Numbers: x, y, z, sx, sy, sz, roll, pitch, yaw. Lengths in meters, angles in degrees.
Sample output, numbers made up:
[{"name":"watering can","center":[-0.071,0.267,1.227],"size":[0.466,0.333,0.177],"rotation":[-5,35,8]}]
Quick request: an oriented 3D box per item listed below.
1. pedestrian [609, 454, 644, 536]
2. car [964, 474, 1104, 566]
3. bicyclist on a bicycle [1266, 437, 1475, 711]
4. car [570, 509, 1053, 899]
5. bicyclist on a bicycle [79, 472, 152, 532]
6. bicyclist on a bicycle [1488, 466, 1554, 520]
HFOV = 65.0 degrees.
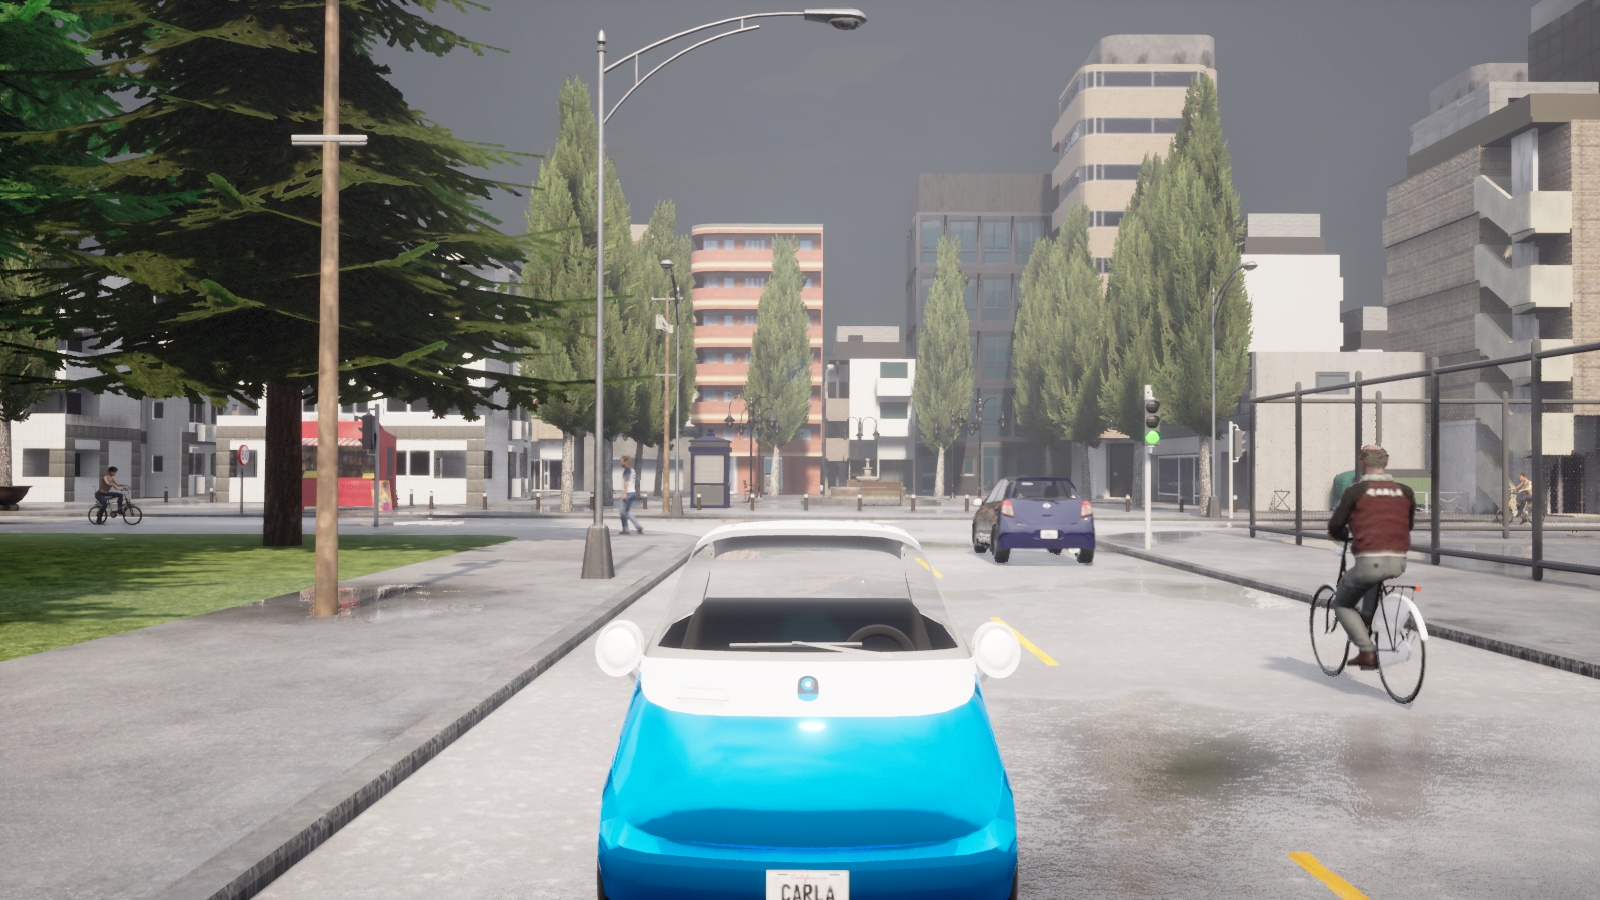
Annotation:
[{"name":"pedestrian","center":[-3.940,1.018,28.520],"size":[0.706,1.836,0.354],"rotation":[0,-1,6]},{"name":"car","center":[4.110,1.190,22.590],"size":[1.845,1.501,3.633],"rotation":[0,-1,0]},{"name":"bicyclist on a bicycle","center":[4.054,0.821,9.090],"size":[0.659,1.776,1.843],"rotation":[0,-1,0]},{"name":"car","center":[0.037,0.953,4.965],"size":[1.481,1.376,2.207],"rotation":[0,-1,0]},{"name":"bicyclist on a bicycle","center":[-18.738,1.402,34.391],"size":[1.509,1.612,0.866],"rotation":[0,-1,1]},{"name":"bicyclist on a bicycle","center":[21.948,1.304,38.248],"size":[1.509,1.612,0.866],"rotation":[0,-1,0]}]
